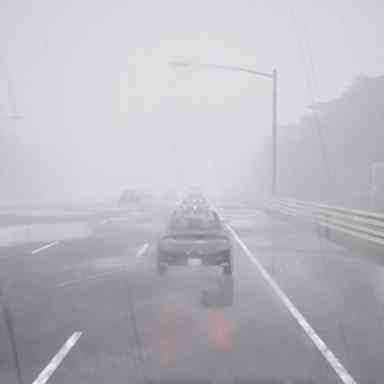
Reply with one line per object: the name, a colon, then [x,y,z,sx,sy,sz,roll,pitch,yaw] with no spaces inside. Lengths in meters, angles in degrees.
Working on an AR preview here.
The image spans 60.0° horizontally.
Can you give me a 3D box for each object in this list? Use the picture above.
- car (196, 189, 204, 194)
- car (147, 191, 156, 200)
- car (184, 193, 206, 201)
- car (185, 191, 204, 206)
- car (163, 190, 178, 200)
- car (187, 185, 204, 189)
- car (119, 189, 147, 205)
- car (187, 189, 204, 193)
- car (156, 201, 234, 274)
car: [2.125,-0.229,88.344,1.895,1.301,4.718,0,1,2]
car: [-6.463,0.443,48.625,1.895,1.301,4.718,0,1,2]
car: [0.194,1.005,23.345,1.895,1.301,4.718,0,1,0]
car: [0.293,0.661,36.339,1.994,1.385,4.181,0,2,0]
car: [-3.016,0.399,47.287,2.033,1.411,5.357,0,1,2]
car: [0.511,0.042,47.904,2.150,2.045,5.566,0,2,2]
car: [-6.691,0.454,37.049,2.097,1.767,4.553,0,1,1]
car: [0.260,0.758,31.316,2.033,1.411,5.357,0,1,1]
car: [0.080,1.244,9.640,2.128,1.511,4.902,0,2,1]
